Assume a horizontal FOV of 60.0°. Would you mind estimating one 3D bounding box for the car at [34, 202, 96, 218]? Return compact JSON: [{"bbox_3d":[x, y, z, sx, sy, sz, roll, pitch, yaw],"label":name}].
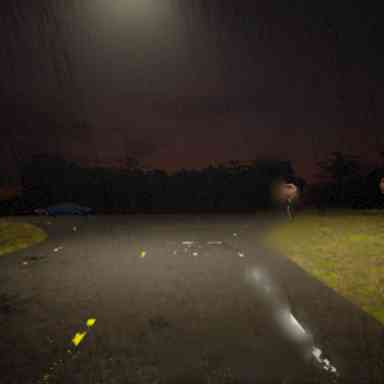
[{"bbox_3d":[-11.929,1.689,31.380,5.357,1.411,2.033,-1,-3,1],"label":"car"}]
